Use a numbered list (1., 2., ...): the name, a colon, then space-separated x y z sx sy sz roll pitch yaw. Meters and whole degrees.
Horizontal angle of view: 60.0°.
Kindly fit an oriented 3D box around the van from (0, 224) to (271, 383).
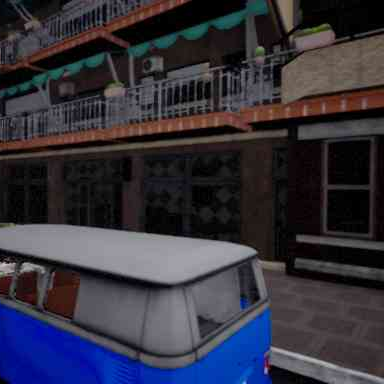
1. van: -1.147 1.331 3.683 3.998 1.788 1.690 0 1 36
